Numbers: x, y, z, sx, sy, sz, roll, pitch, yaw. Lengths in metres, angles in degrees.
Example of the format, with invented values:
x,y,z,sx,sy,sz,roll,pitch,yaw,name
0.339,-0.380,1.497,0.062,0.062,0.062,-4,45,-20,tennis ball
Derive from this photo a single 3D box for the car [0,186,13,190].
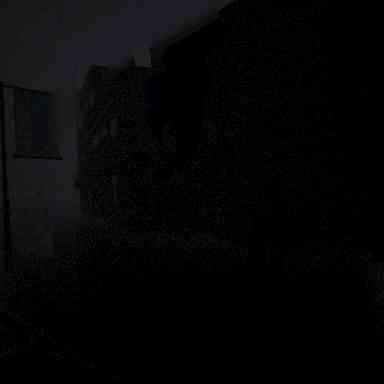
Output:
x,y,z,sx,sy,sz,roll,pitch,yaw,name
-46.757,-0.707,80.765,2.231,1.521,4.892,-4,-3,6,car
